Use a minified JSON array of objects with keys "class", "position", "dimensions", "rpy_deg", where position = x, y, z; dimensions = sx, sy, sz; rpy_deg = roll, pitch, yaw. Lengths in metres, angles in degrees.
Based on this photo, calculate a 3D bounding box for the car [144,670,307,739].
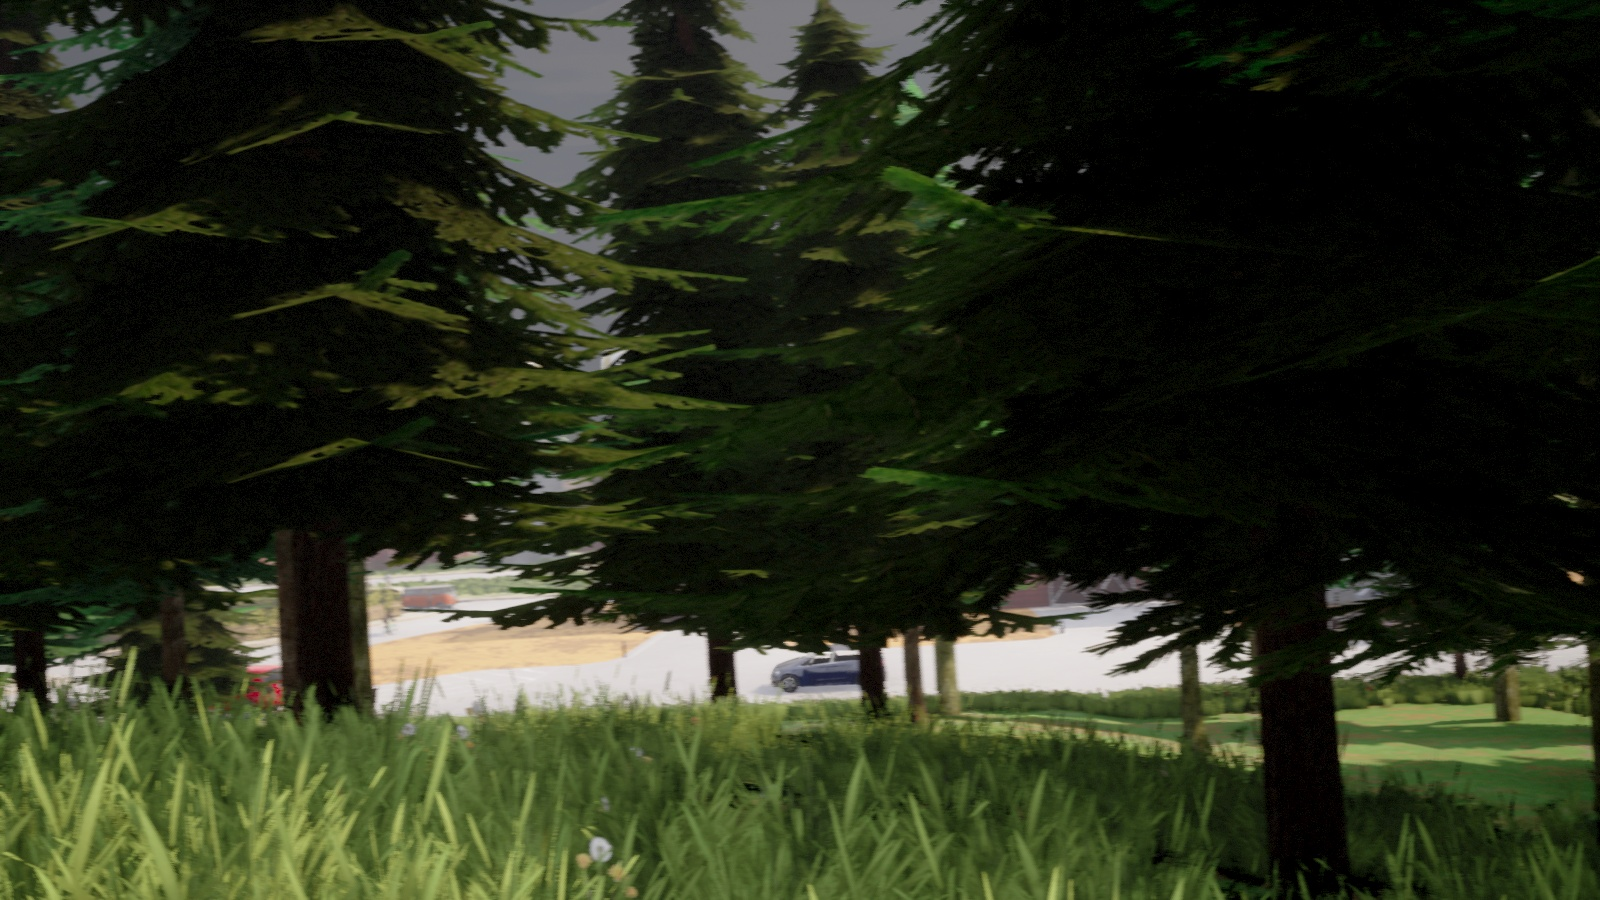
[{"class":"car","position":[-23.298,10.325,51.025],"dimensions":[5.566,2.045,2.150],"rpy_deg":[-5,-2,4]}]

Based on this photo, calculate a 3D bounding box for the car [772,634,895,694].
[{"class":"car","position":[1.348,8.406,49.447],"dimensions":[4.611,1.667,2.242],"rpy_deg":[-5,-2,4]}]
